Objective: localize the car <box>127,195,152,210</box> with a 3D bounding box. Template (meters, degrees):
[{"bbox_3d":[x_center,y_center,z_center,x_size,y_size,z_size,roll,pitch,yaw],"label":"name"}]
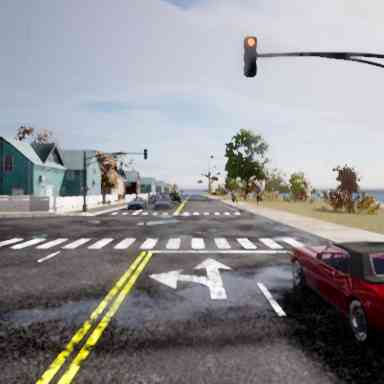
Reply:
[{"bbox_3d":[-6.533,1.393,40.577,2.033,1.411,5.357,0,0,0],"label":"car"}]

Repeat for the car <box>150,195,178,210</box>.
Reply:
[{"bbox_3d":[-3.261,1.394,40.223,2.033,1.411,5.357,0,0,4],"label":"car"}]

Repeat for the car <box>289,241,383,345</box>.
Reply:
[{"bbox_3d":[3.357,1.573,6.278,1.895,1.301,4.718,0,0,0],"label":"car"}]

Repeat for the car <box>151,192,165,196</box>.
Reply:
[{"bbox_3d":[-6.464,1.145,57.996,2.097,1.767,4.553,0,0,1],"label":"car"}]

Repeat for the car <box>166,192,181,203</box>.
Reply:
[{"bbox_3d":[-3.180,1.008,62.068,2.150,2.045,5.566,0,0,0],"label":"car"}]
